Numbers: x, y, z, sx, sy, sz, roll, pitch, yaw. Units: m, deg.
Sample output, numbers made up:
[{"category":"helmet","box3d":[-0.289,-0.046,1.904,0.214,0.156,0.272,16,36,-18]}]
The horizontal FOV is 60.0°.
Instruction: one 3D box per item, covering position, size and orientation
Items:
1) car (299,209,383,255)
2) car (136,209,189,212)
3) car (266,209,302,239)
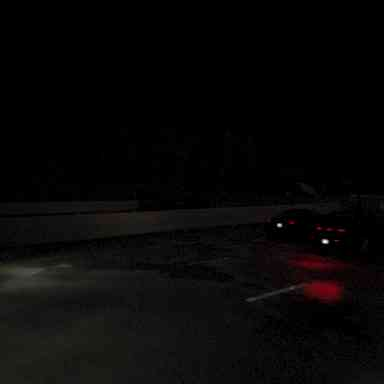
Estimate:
[{"category":"car","box3d":[6.614,1.504,13.338,4.892,1.490,1.837,0,0,-39]},{"category":"car","box3d":[-2.586,1.492,24.081,4.902,1.511,2.128,0,0,-39]},{"category":"car","box3d":[5.725,1.564,17.122,4.181,1.385,1.994,0,0,-39]}]
